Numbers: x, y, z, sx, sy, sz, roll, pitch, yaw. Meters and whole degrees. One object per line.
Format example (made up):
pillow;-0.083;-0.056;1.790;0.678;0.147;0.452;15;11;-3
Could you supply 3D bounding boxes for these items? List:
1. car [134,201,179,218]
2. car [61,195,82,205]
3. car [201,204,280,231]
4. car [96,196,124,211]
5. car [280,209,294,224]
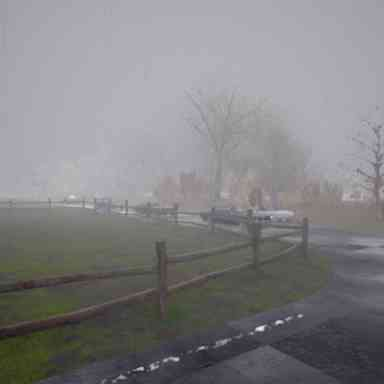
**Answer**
car;-3.035;1.433;28.077;1.895;1.301;4.718;-1;1;-35
car;-17.786;1.182;48.996;2.033;1.411;5.357;-1;1;-35
car;2.664;1.507;20.050;1.895;1.301;4.718;-1;1;-36
car;-9.115;1.244;36.647;2.128;1.511;4.902;-1;1;-35
car;4.477;1.474;22.789;1.895;1.301;4.718;-1;1;-36
